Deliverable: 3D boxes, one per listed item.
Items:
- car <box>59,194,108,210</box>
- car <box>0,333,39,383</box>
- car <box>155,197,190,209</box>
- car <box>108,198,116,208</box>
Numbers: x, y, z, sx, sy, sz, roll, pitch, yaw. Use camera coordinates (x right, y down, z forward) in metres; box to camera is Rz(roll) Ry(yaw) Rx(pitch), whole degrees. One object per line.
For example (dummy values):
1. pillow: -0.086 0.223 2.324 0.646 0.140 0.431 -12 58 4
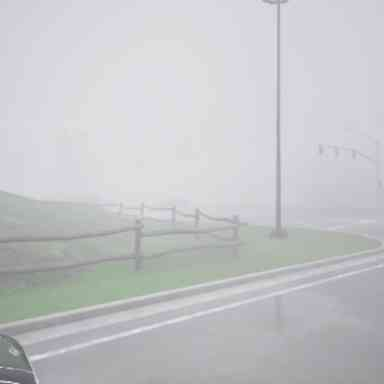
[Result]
1. car: -13.925 1.214 41.981 5.566 2.045 2.150 0 -1 14
2. car: -3.110 1.351 1.529 4.553 1.767 2.097 0 0 -35
3. car: -2.708 1.484 45.444 4.902 1.511 2.128 0 0 24
4. car: -12.788 1.499 45.201 4.892 1.490 1.837 0 -1 14
